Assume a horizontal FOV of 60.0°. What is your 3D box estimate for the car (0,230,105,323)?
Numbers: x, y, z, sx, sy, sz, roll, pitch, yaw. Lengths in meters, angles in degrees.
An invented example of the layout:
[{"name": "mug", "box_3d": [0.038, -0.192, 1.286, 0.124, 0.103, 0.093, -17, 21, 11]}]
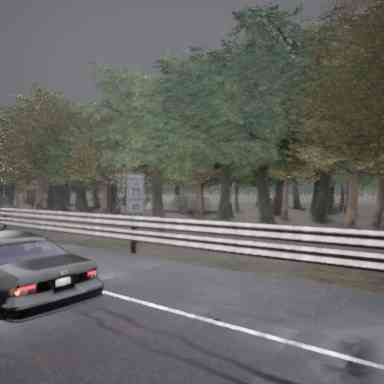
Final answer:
[{"name": "car", "box_3d": [-4.177, 1.546, 7.052, 5.357, 1.411, 2.033, 0, 0, 36]}]
